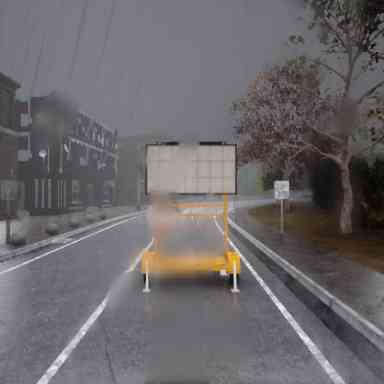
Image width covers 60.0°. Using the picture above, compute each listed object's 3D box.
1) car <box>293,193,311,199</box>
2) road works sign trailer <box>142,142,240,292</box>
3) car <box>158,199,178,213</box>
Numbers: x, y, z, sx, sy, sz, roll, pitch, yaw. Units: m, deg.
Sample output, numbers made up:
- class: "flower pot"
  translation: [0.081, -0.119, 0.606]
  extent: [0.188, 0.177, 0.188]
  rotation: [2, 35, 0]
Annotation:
- class: "car"
  translation: [25.318, 0.885, 76.413]
  extent: [4.902, 1.511, 2.128]
  rotation: [-2, 0, -32]
- class: "road works sign trailer"
  translation: [-0.019, 0.467, 8.909]
  extent: [2.380, 3.560, 2.880]
  rotation: [0, 0, 0]
- class: "car"
  translation: [-2.661, 1.504, 36.501]
  extent: [2.128, 1.511, 4.902]
  rotation: [0, 0, 6]
